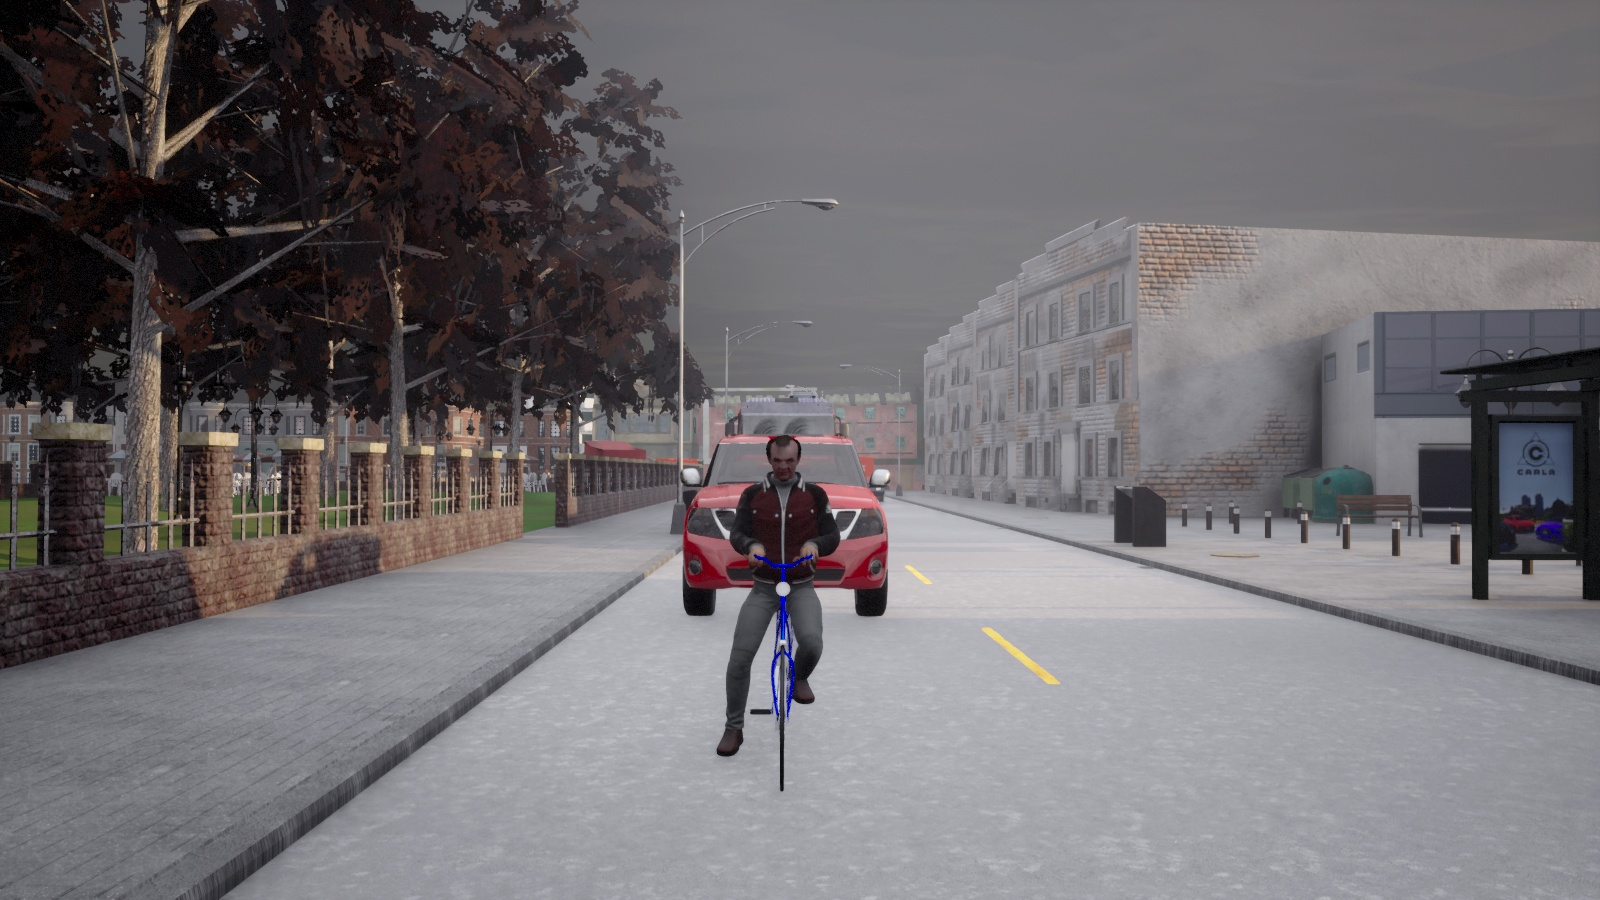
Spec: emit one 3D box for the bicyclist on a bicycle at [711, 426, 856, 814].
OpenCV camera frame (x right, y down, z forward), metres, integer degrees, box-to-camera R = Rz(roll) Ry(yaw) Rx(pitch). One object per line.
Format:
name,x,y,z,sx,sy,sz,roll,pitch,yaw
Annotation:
bicyclist on a bicycle,-0.083,0.798,6.689,0.659,1.776,1.843,0,-1,-1

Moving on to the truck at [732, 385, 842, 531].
truck,-0.389,0.278,37.431,2.891,3.827,8.468,0,-1,-1

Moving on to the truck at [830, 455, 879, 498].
truck,3.196,1.575,75.182,2.627,2.467,5.204,0,-1,-1

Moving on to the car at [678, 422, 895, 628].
car,-0.171,0.791,15.308,2.150,2.045,5.566,0,-1,-1

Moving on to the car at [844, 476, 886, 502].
car,3.312,1.989,64.916,1.895,1.301,4.718,0,-1,-1
